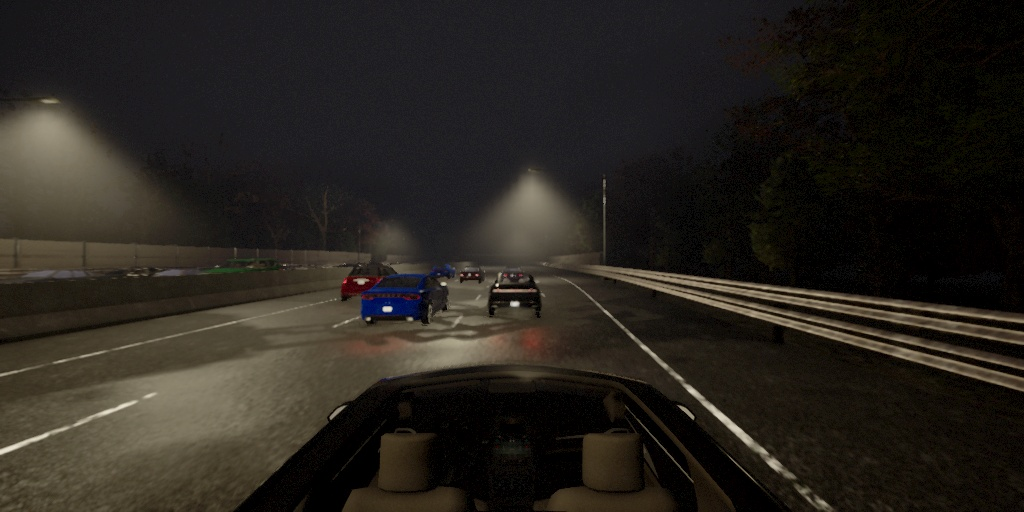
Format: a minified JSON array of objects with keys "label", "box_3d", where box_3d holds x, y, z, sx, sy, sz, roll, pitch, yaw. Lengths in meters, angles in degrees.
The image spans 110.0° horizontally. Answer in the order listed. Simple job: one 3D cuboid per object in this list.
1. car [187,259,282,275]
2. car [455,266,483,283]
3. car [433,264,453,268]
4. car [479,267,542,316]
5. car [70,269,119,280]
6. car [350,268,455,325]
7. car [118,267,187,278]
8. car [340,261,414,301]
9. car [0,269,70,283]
[{"label":"car","box_3d":[-17.608,1.185,23.556,2.150,2.045,5.566,0,-1,0]},{"label":"car","box_3d":[-3.409,1.589,31.232,2.033,1.411,5.357,0,-1,0]},{"label":"car","box_3d":[-6.912,1.572,36.312,1.882,1.535,5.008,0,-1,0]},{"label":"car","box_3d":[0.093,1.359,13.924,2.128,1.511,4.902,0,-1,0]},{"label":"car","box_3d":[-24.607,1.466,23.276,1.837,1.490,4.892,0,-1,0]},{"label":"car","box_3d":[-3.408,1.329,12.294,1.882,1.535,5.008,0,-1,0]},{"label":"car","box_3d":[-21.108,1.505,22.950,2.033,1.411,5.357,0,-1,0]},{"label":"car","box_3d":[-6.907,1.264,18.543,2.097,1.767,4.553,0,-1,0]},{"label":"car","box_3d":[-27.648,1.493,21.788,2.033,1.411,5.357,0,-1,-3]}]
